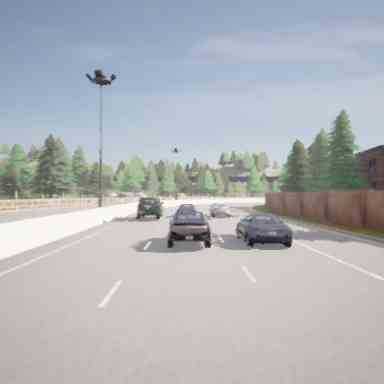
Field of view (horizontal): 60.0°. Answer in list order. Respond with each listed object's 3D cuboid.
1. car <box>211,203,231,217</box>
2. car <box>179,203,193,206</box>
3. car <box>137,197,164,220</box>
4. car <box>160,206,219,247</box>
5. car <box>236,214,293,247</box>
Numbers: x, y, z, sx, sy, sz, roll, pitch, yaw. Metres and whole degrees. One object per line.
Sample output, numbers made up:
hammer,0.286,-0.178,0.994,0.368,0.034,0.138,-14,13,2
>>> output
car,2.990,1.868,35.979,1.812,1.442,4.674,0,0,0
car,-0.506,1.893,35.284,1.994,1.385,4.181,0,0,-1
car,-3.961,1.515,32.028,2.150,2.045,5.566,0,0,-1
car,-0.150,1.640,15.743,2.128,1.511,4.902,0,0,-1
car,3.345,1.721,16.009,1.994,1.385,4.181,0,0,-1
